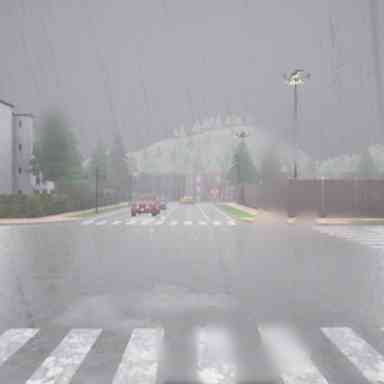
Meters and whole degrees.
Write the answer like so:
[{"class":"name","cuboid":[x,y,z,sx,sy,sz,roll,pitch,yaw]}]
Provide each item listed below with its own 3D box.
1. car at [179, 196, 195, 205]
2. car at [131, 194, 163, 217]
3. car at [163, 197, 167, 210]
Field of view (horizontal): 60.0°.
[{"class":"car","cuboid":[-0.899,1.457,58.253,1.882,1.535,5.008,0,0,-15]},{"class":"car","cuboid":[-4.308,1.204,31.607,2.150,2.045,5.566,0,0,0]},{"class":"car","cuboid":[-4.323,1.335,41.670,2.097,1.767,4.553,0,0,0]}]
